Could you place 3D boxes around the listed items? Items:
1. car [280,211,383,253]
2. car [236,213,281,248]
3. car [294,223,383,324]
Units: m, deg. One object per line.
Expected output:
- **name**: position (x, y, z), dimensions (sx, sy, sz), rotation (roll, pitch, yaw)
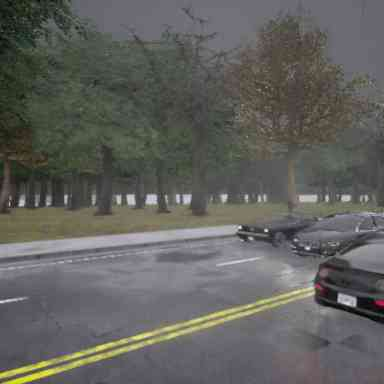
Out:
- **car**: position (5.515, 1.466, 11.610), dimensions (4.892, 1.490, 1.837), rotation (0, 0, -35)
- **car**: position (4.182, 1.559, 14.651), dimensions (4.718, 1.301, 1.895), rotation (0, 0, -35)
- **car**: position (4.275, 1.500, 6.492), dimensions (4.674, 1.442, 1.812), rotation (0, 0, -36)
